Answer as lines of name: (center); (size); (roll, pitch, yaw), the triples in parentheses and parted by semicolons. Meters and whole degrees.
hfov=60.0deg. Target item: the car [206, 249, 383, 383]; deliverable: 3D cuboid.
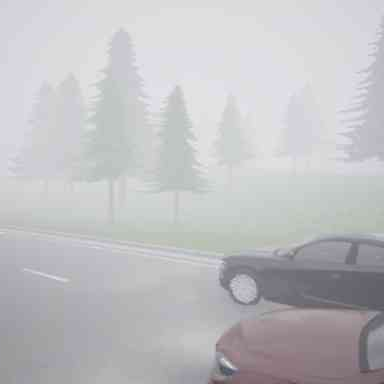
car: (2.312, 1.530, 2.343); (4.674, 1.442, 1.812); (0, 0, 36)

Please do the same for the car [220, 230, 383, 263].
car: (2.851, 1.469, 6.259); (5.008, 1.535, 1.882); (0, 0, 36)
